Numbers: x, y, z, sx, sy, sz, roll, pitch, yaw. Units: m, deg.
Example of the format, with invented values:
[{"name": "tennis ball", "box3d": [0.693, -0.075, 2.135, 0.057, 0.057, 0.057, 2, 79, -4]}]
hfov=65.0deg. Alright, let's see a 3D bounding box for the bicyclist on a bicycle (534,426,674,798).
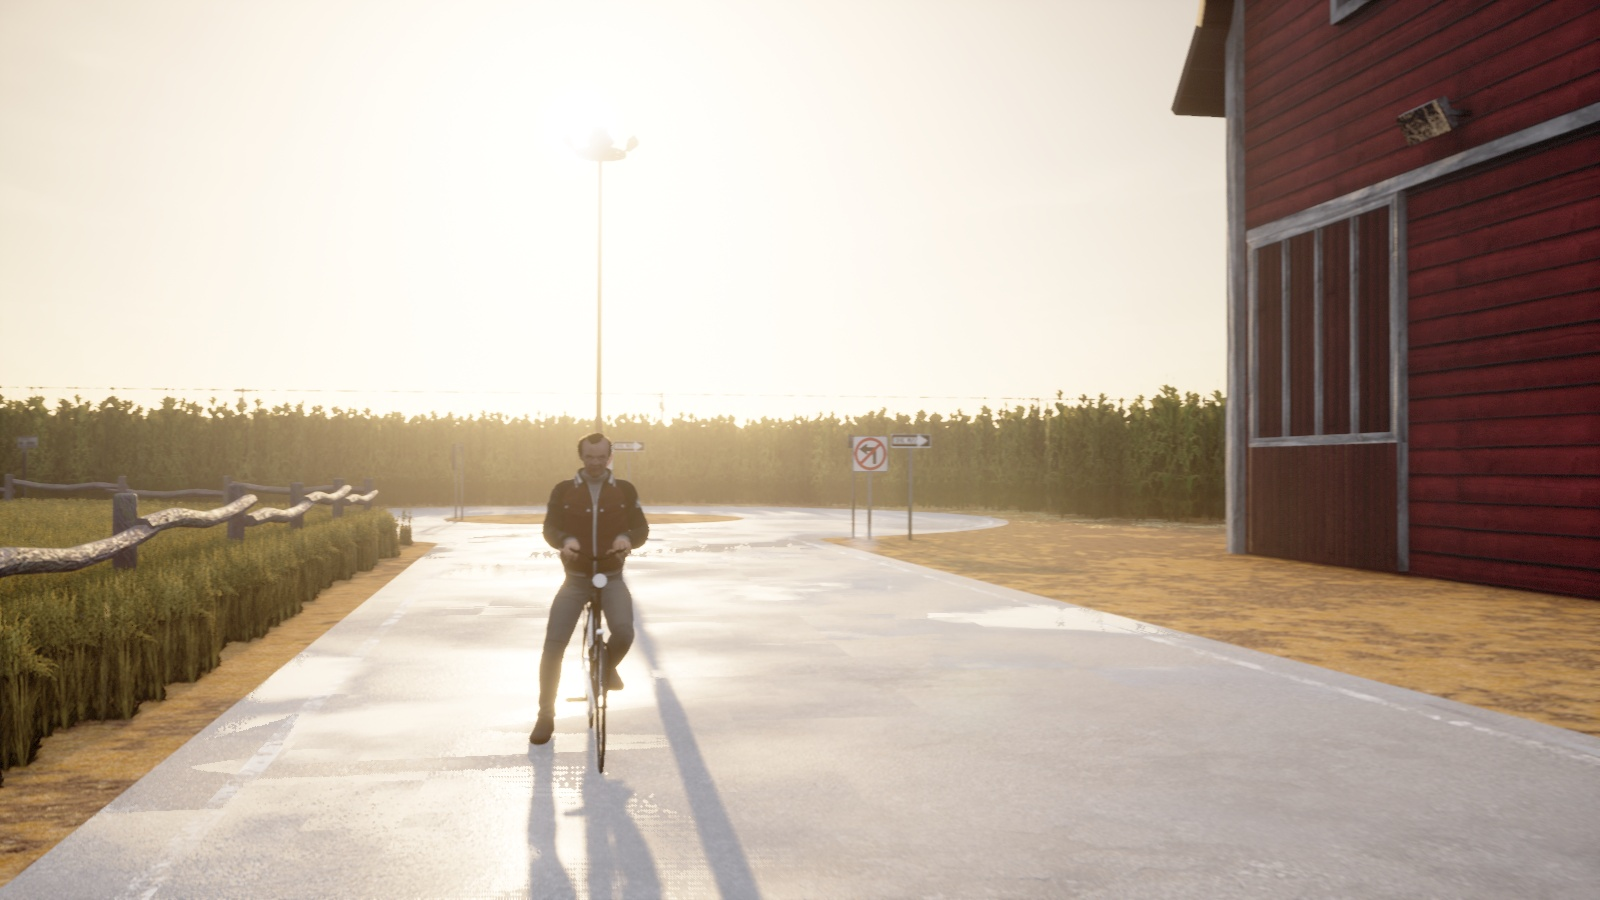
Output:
[{"name": "bicyclist on a bicycle", "box3d": [-1.136, 0.791, 6.973, 0.659, 1.776, 1.843, 0, -1, -12]}]
